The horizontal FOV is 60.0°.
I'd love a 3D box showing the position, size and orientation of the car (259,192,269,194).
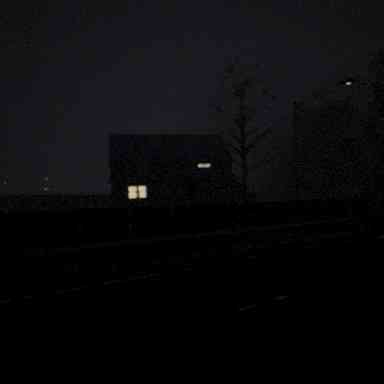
[{"bbox_3d":[12.145,0.754,55.610,1.882,1.535,5.008,-2,1,-14],"label":"car"}]
